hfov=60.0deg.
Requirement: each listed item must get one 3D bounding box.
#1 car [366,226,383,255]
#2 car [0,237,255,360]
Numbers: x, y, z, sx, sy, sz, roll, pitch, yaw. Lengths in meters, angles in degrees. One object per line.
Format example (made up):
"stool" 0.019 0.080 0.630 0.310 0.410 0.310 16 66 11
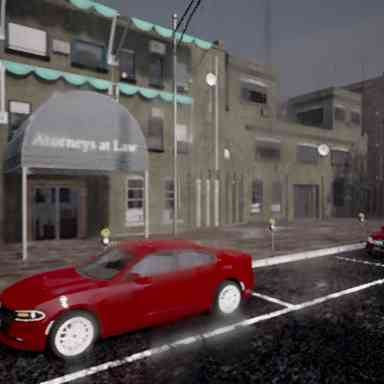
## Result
"car" 8.177 1.663 12.394 4.206 1.307 1.802 0 -1 -35
"car" -0.856 1.560 5.951 4.507 1.381 1.887 0 -1 -35
